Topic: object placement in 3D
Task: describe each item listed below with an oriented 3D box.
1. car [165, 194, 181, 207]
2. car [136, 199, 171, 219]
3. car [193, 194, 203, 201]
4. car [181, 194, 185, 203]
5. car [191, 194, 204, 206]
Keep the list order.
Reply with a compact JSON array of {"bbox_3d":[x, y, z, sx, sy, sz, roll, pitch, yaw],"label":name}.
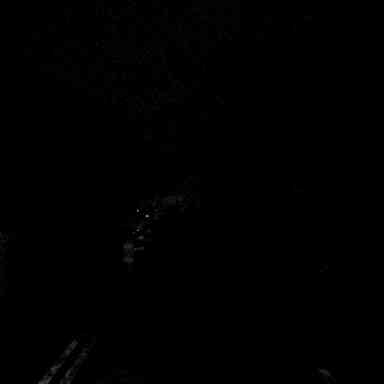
[{"bbox_3d":[-2.757,1.277,42.491,1.812,1.442,4.674,0,1,2],"label":"car"},{"bbox_3d":[-3.194,1.471,27.092,1.895,1.301,4.718,0,0,4],"label":"car"},{"bbox_3d":[1.273,1.053,70.305,1.994,1.385,4.181,0,1,1],"label":"car"},{"bbox_3d":[-2.292,1.139,58.845,1.812,1.442,4.674,0,1,2],"label":"car"},{"bbox_3d":[0.843,1.204,48.790,1.837,1.490,4.892,0,0,1],"label":"car"}]
